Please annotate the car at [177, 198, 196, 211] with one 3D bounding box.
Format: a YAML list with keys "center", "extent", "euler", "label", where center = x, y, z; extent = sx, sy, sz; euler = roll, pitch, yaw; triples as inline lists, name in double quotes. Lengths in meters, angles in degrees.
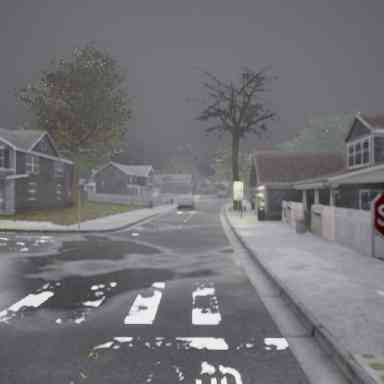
- center: [-0.651, 1.478, 40.687]
  extent: [1.882, 1.535, 5.008]
  euler: [0, 0, 6]
  label: "car"
